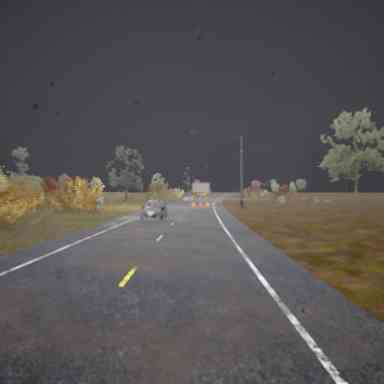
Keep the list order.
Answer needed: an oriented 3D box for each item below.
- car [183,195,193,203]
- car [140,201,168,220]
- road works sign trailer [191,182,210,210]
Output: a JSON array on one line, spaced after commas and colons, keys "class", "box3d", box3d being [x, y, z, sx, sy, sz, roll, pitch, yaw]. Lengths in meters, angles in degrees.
[{"class": "car", "box3d": [-0.669, 1.305, 68.424, 2.097, 1.767, 4.553, 0, 0, 4]}, {"class": "car", "box3d": [-3.090, 1.482, 27.761, 2.128, 1.511, 4.902, 0, 0, 2]}, {"class": "road works sign trailer", "box3d": [1.146, 0.451, 43.322, 2.380, 3.560, 2.880, 0, 0, 3]}]
